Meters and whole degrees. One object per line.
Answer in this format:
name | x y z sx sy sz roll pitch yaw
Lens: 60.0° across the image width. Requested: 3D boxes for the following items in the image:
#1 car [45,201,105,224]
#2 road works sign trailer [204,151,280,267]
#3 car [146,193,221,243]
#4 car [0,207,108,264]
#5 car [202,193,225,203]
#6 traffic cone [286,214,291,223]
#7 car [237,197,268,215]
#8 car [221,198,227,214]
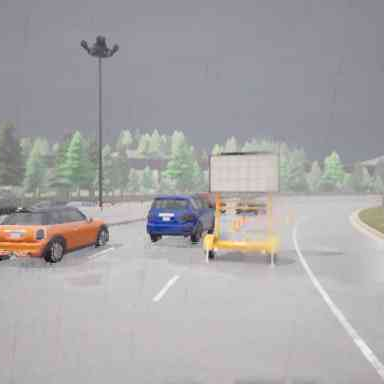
car | -8.639 1.446 25.055 1.812 1.442 4.674 0 0 19
road works sign trailer | 1.810 0.428 11.490 2.380 3.560 2.880 0 0 16
car | -0.324 1.171 15.980 2.150 2.045 5.566 0 0 15
car | -4.824 1.314 12.013 2.097 1.767 4.553 0 0 12
car | 4.010 1.159 61.732 2.097 1.767 4.553 0 0 40
traffic cone | 6.853 1.881 23.572 0.340 0.580 0.340 0 0 16
car | 5.941 1.252 32.381 2.097 1.767 4.553 0 0 26
car | 1.618 1.120 31.581 2.150 2.045 5.566 0 0 24
